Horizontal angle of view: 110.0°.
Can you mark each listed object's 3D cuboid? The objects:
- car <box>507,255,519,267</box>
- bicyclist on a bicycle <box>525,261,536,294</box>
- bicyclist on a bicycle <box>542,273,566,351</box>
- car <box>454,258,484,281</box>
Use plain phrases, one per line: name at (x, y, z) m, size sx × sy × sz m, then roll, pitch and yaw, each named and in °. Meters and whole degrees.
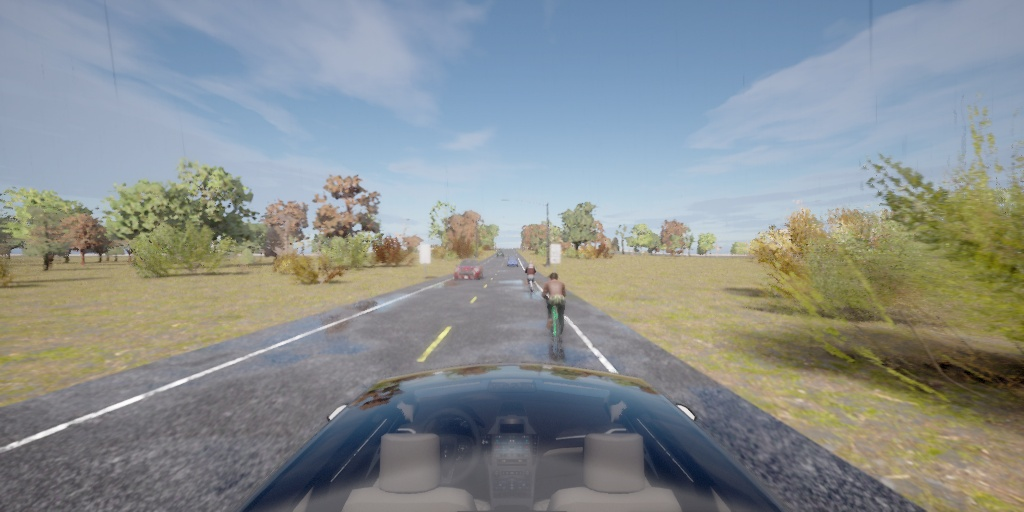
car at (0.106, 1.034, 60.876) m, size 2.033 × 1.411 × 5.357 m, roll 0°, pitch 2°, yaw 0°
bicyclist on a bicycle at (0.965, 1.120, 18.676) m, size 0.659 × 1.776 × 1.843 m, roll 0°, pitch 0°, yaw 0°
bicyclist on a bicycle at (0.964, 1.203, 8.044) m, size 0.582 × 1.620 × 1.656 m, roll 0°, pitch 0°, yaw 0°
car at (-3.596, 1.101, 30.403) m, size 2.097 × 1.767 × 4.553 m, roll 0°, pitch 0°, yaw 0°
